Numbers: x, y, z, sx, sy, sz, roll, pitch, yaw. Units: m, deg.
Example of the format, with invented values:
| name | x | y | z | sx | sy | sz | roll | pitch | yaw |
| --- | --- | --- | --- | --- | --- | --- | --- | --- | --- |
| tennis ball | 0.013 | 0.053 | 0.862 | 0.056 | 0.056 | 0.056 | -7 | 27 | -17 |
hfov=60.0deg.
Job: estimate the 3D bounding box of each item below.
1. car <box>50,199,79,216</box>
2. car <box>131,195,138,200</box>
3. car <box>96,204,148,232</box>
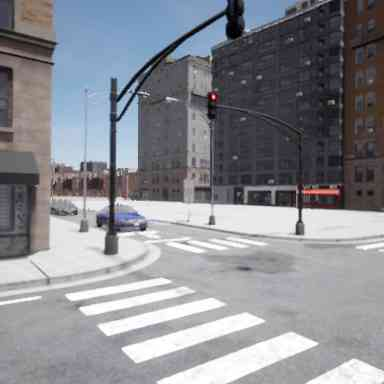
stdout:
| name | x | y | z | sx | sy | sz | roll | pitch | yaw |
| --- | --- | --- | --- | --- | --- | --- | --- | --- | --- |
| car | -12.168 | 1.430 | 31.371 | 1.812 | 1.442 | 4.674 | 1 | 0 | -35 |
| car | -14.231 | 1.517 | 90.087 | 4.902 | 1.511 | 2.128 | 1 | -1 | -44 |
| car | -4.353 | 1.503 | 20.170 | 1.812 | 1.442 | 4.674 | 1 | 0 | -35 |
